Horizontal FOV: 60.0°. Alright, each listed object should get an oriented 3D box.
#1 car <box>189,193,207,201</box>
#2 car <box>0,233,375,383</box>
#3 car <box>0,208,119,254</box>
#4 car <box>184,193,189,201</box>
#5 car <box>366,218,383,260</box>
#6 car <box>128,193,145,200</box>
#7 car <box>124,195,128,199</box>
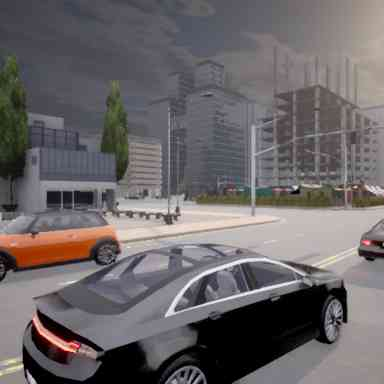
[{"bbox_3d":[1.901,1.381,74.508,1.970,1.475,3.806,0,0,43],"label":"car"},{"bbox_3d":[0.382,1.491,4.602,4.902,1.511,2.128,0,0,-41],"label":"car"},{"bbox_3d":[-4.450,1.351,9.754,4.553,1.767,2.097,0,0,-42],"label":"car"},{"bbox_3d":[-0.190,1.142,76.511,1.905,1.878,3.866,0,0,43],"label":"car"},{"bbox_3d":[7.305,1.544,11.311,2.033,1.411,5.357,0,0,43],"label":"car"},{"bbox_3d":[-14.440,1.143,90.002,1.905,1.878,3.866,0,0,43],"label":"car"},{"bbox_3d":[-16.501,1.140,92.035,1.932,1.855,4.605,0,0,43],"label":"car"}]
